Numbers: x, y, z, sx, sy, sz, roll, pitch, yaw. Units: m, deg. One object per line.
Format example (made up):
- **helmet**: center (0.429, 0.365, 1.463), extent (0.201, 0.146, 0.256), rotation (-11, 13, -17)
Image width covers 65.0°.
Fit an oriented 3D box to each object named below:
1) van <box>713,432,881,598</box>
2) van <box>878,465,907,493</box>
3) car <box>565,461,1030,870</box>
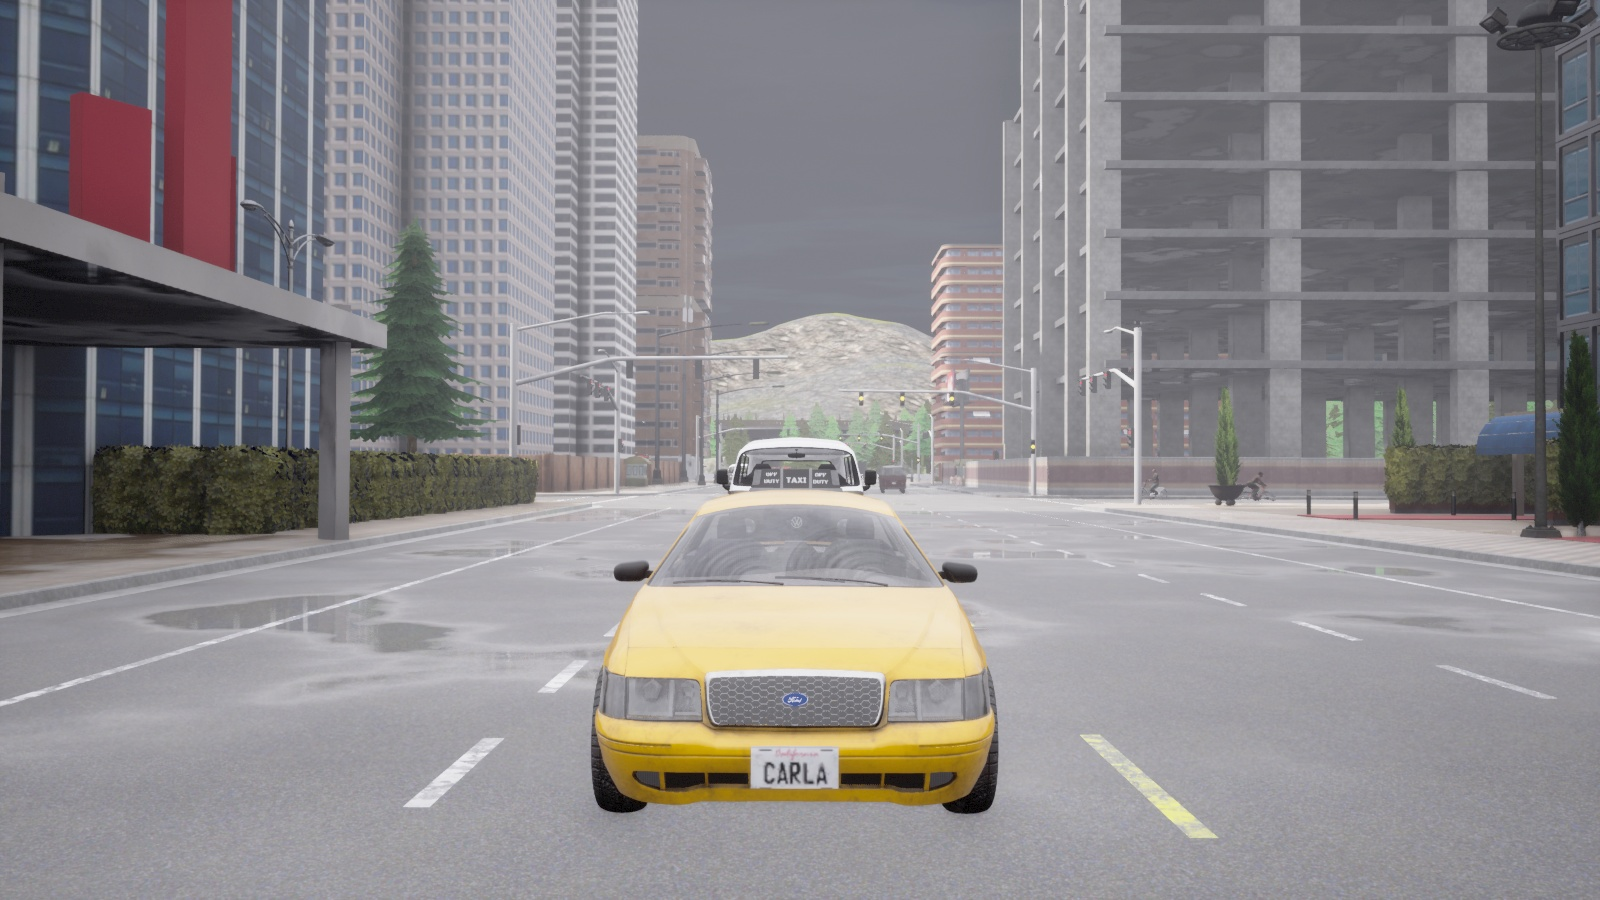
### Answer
- **van**: center (-0.046, 0.836, 17.761), extent (2.069, 2.038, 4.480), rotation (0, -1, 0)
- **van**: center (6.693, 2.065, 91.021), extent (1.775, 1.987, 4.442), rotation (0, -1, 1)
- **car**: center (-0.019, 0.880, 7.559), extent (1.801, 1.575, 5.366), rotation (0, -1, 0)
